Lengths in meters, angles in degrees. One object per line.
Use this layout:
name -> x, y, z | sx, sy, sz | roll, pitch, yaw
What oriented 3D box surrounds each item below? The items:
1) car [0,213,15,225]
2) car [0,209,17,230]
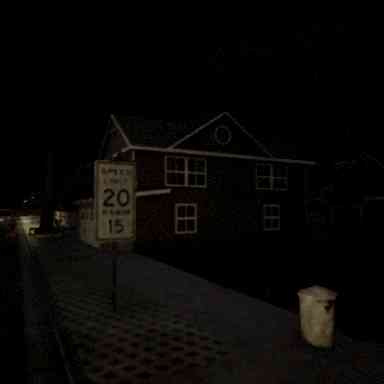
car -> -24.677, 3.585, 44.039 | 2.033, 1.411, 5.357 | 2, -3, -28
car -> -19.217, 2.768, 33.810 | 2.150, 2.045, 5.566 | 2, -3, -28
